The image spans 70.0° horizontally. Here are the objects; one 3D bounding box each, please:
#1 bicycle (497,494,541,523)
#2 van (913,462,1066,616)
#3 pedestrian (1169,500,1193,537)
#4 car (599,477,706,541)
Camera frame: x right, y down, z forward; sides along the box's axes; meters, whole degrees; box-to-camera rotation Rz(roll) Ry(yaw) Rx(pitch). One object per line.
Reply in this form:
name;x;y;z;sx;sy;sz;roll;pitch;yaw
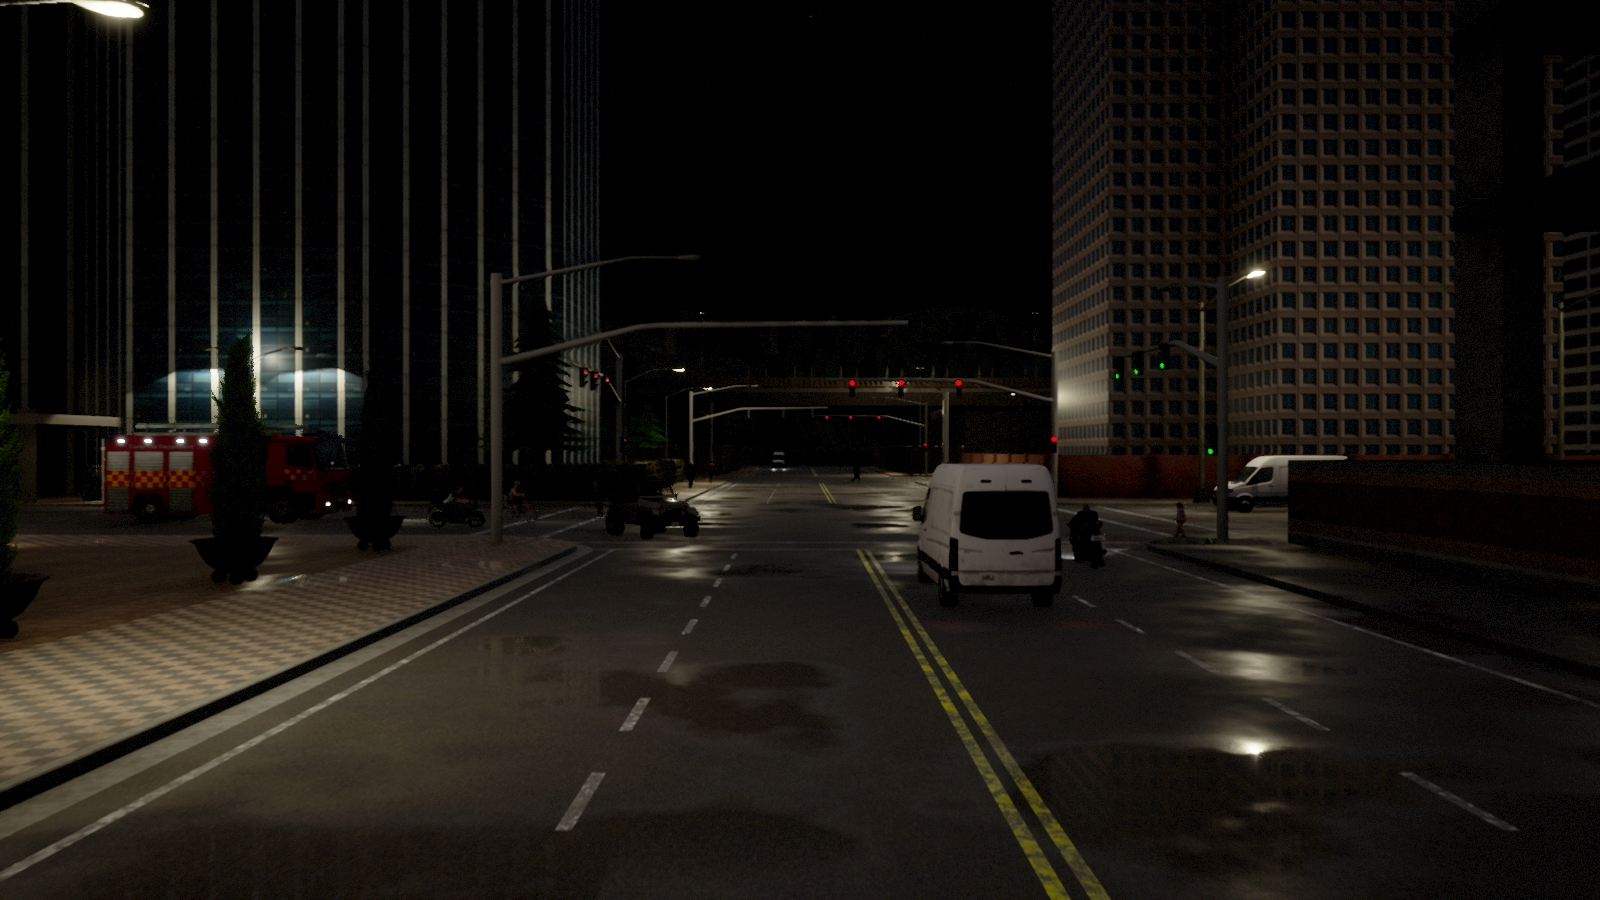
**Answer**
bicycle;-10.953;2.260;44.536;1.487;1.080;0.859;0;0;0
van;3.501;1.536;22.292;1.988;2.561;5.915;0;0;0
pedestrian;11.555;2.081;34.669;0.500;1.100;0.500;0;0;-11
car;-4.845;1.860;37.069;1.905;1.878;3.866;1;0;-34
